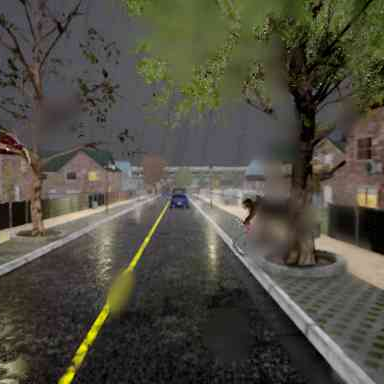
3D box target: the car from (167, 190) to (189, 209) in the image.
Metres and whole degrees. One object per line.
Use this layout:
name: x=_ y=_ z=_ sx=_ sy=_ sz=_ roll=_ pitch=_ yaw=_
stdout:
car: x=-1.328 y=0.895 z=35.051 sx=1.882 sy=1.535 sz=5.008 roll=0 pitch=1 yaw=-2

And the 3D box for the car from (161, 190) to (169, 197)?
car: x=-5.788 y=0.221 z=74.808 sx=1.882 sy=1.535 sz=5.008 roll=0 pitch=1 yaw=-2

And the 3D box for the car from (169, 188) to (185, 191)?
car: x=-1.920 y=0.428 z=49.001 sx=2.150 sy=2.045 sz=5.566 roll=0 pitch=1 yaw=-2

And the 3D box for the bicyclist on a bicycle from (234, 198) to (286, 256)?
bicyclist on a bicycle: x=1.913 y=0.953 z=9.594 sx=1.656 sy=1.620 sz=0.582 roll=-11 pitch=-8 yaw=-3
